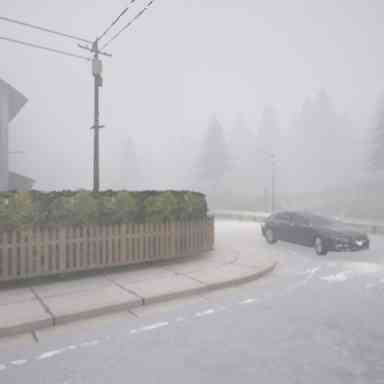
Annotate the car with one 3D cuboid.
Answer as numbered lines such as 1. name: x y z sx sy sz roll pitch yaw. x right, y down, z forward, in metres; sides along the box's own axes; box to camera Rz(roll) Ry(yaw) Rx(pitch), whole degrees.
1. car: 4.766 1.517 13.582 1.837 1.490 4.892 0 0 -24
